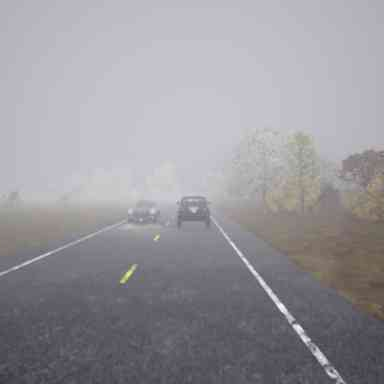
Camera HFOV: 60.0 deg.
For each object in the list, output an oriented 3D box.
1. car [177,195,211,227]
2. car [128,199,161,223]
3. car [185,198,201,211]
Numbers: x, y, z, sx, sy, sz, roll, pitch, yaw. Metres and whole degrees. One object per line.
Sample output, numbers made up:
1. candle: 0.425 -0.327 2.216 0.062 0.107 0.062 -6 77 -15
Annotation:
1. car: 0.108 1.248 23.137 2.150 2.045 5.566 0 0 0
2. car: -3.578 1.380 25.655 2.097 1.767 4.553 0 0 0
3. car: 0.114 1.513 41.830 1.882 1.535 5.008 0 0 0
